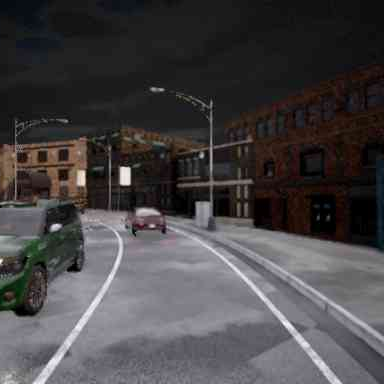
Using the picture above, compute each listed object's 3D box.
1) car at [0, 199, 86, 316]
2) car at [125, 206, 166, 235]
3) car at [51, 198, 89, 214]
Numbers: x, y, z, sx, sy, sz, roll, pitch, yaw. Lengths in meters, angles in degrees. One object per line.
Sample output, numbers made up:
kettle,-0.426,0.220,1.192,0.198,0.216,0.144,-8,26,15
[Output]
car,-4.063,1.229,7.772,2.150,2.045,5.566,0,0,-6
car,-2.714,1.547,19.065,1.812,1.442,4.674,0,0,-17
car,-13.416,1.490,36.340,2.128,1.511,4.902,1,-1,-44
